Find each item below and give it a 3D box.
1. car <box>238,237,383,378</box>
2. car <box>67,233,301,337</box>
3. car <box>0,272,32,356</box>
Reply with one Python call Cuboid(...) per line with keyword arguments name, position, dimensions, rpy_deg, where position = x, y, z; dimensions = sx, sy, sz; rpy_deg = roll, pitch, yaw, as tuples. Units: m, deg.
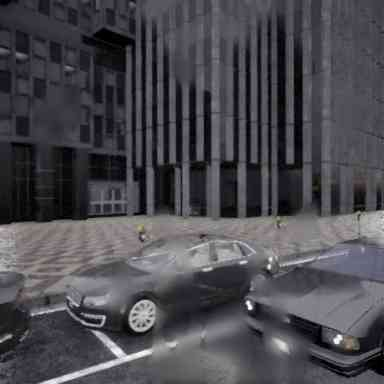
Cuboid(name="car", position=(3.292, 1.538, 5.726), dimensions=(5.357, 1.411, 2.033), rpy_deg=(0, 0, -35))
Cuboid(name="car", position=(-0.136, 1.545, 6.554), dimensions=(4.403, 1.369, 2.008), rpy_deg=(0, 0, -36))
Cuboid(name="car", position=(-4.200, 1.554, 3.654), dimensions=(4.403, 1.369, 2.008), rpy_deg=(0, 0, -36))
